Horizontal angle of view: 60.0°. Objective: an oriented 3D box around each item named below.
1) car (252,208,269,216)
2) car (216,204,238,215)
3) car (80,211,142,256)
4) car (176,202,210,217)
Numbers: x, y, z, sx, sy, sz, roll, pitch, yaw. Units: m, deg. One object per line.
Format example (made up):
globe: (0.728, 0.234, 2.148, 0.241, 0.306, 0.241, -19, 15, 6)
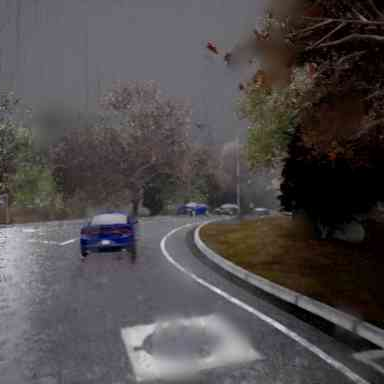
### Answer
car: (11.752, 3.408, 56.654, 1.812, 1.442, 4.674, -1, -5, 29)
car: (4.925, 2.345, 44.304, 1.837, 1.490, 4.892, -1, -4, 29)
car: (-3.106, 1.501, 13.388, 1.882, 1.535, 5.008, -1, 0, -6)
car: (0.172, 1.812, 35.660, 1.882, 1.535, 5.008, -1, -3, 29)
